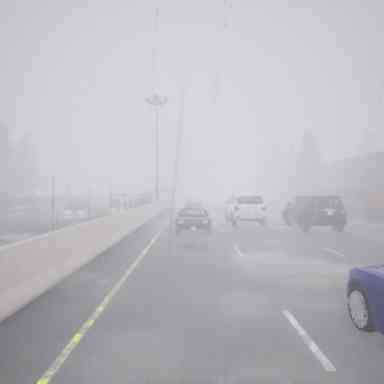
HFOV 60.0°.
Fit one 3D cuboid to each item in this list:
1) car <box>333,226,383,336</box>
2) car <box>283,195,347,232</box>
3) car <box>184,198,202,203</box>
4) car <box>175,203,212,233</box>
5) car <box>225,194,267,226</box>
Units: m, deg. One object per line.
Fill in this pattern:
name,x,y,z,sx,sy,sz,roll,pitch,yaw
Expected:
car,3.600,1.469,3.749,1.882,1.535,5.008,0,0,0
car,7.094,1.175,19.771,2.150,2.045,5.566,0,0,0
car,0.090,1.440,36.841,1.812,1.442,4.674,0,0,0
car,0.080,1.556,19.204,1.895,1.301,4.718,0,0,0
car,3.593,1.168,22.876,2.150,2.045,5.566,0,0,0
